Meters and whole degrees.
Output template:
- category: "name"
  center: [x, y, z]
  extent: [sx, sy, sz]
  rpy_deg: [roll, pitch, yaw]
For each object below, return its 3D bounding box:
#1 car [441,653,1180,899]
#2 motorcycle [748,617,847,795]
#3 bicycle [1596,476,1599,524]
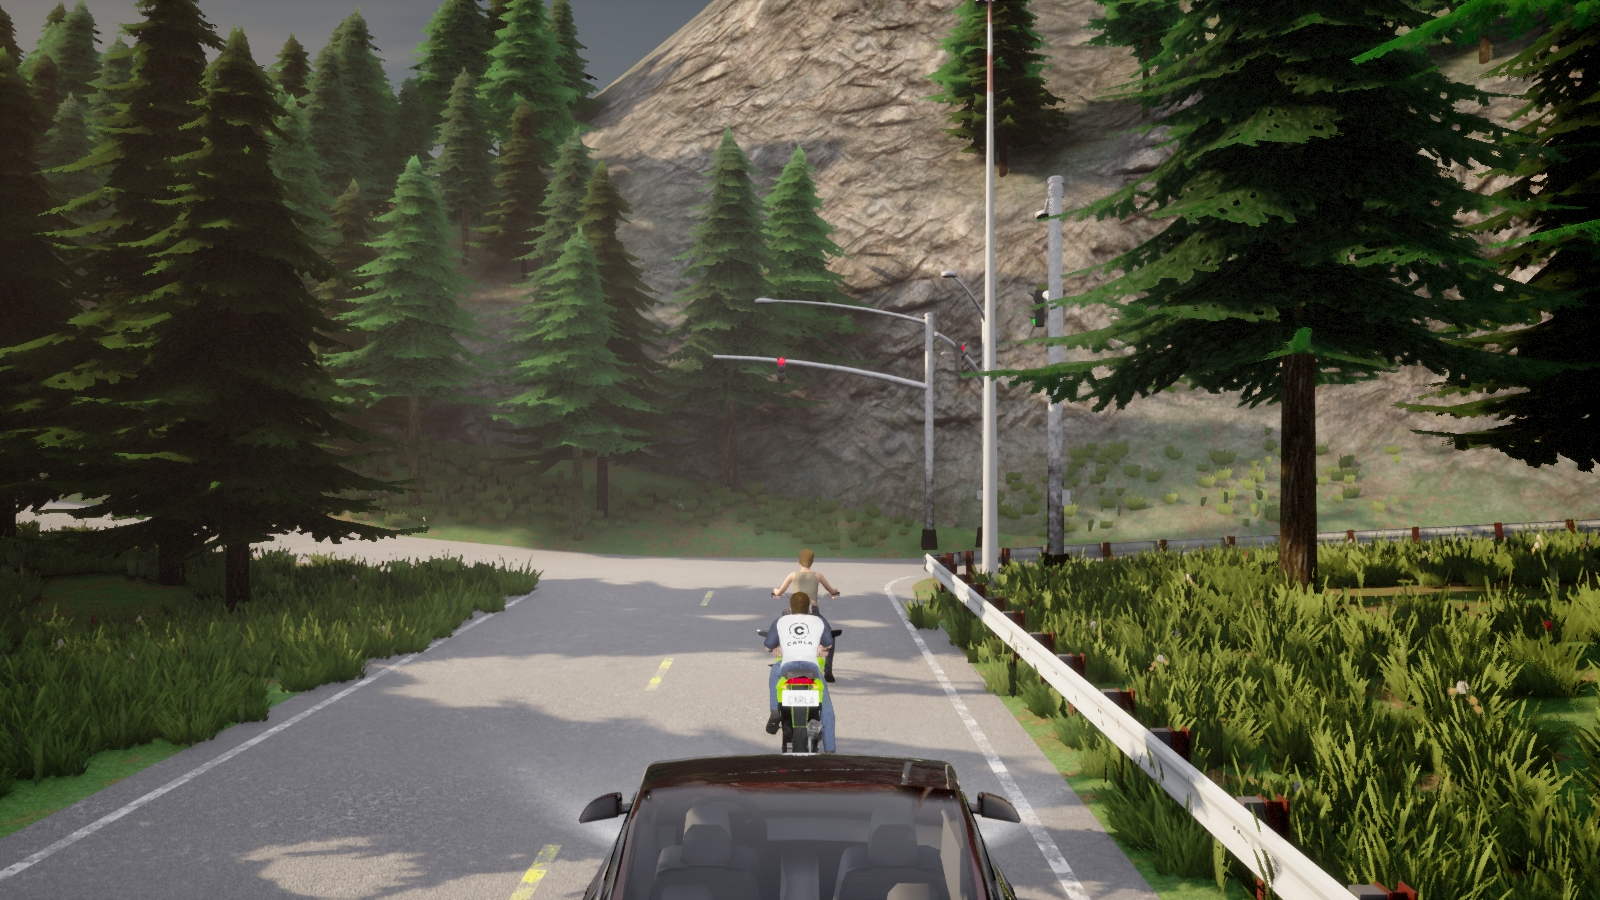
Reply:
- category: "car"
  center: [0.029, 2.063, 5.012]
  extent: [2.163, 1.488, 4.792]
  rpy_deg: [0, 0, 0]
- category: "motorcycle"
  center: [-0.020, 2.213, 10.238]
  extent: [0.803, 1.145, 2.033]
  rpy_deg: [0, 0, 0]
- category: "bicycle"
  center: [21.727, 1.355, 29.474]
  extent: [1.835, 1.471, 0.329]
  rpy_deg: [-5, -2, 26]
